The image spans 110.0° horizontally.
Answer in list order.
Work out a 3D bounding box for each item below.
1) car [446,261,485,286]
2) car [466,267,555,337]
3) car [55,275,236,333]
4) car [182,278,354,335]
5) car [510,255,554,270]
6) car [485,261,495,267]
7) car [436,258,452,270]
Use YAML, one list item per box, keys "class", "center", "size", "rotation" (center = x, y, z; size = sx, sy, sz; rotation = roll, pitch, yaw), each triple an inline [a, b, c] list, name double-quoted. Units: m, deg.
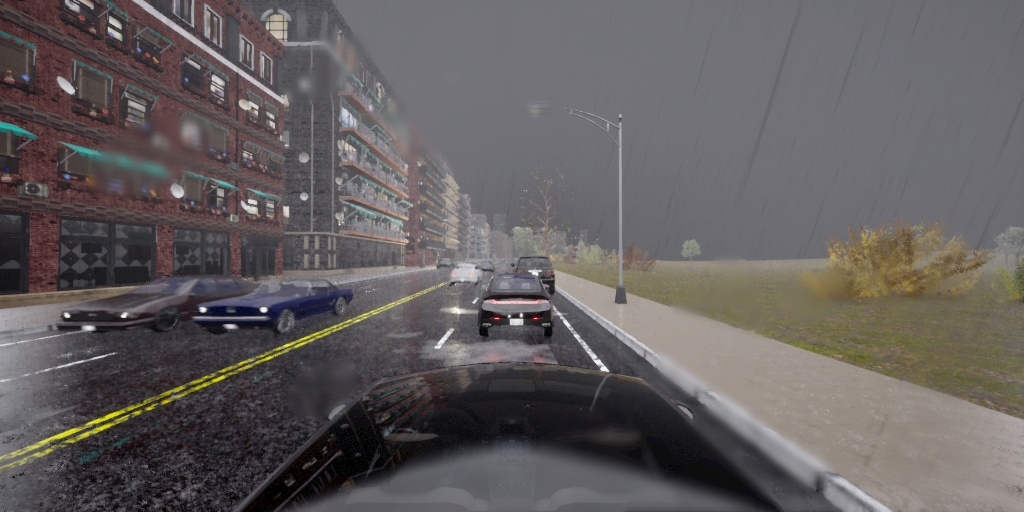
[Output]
- class: "car"
  center: [-3.164, 1.278, 25.186]
  size: [1.812, 1.442, 4.674]
  rotation: [0, 0, 0]
- class: "car"
  center: [0.095, 1.243, 10.338]
  size: [2.128, 1.511, 4.902]
  rotation: [0, 0, 0]
- class: "car"
  center: [-9.855, 1.299, 11.016]
  size: [2.033, 1.411, 5.357]
  rotation: [0, 0, 0]
- class: "car"
  center: [-6.604, 1.352, 10.637]
  size: [1.895, 1.301, 4.718]
  rotation: [0, 0, 0]
- class: "car"
  center: [1.126, 0.977, 20.208]
  size: [2.150, 2.045, 5.566]
  rotation: [0, 0, 0]
- class: "car"
  center: [-3.179, 1.314, 44.645]
  size: [1.994, 1.385, 4.181]
  rotation: [0, 0, 0]
- class: "car"
  center: [-9.876, 1.102, 53.233]
  size: [2.097, 1.767, 4.553]
  rotation: [0, 0, 0]
